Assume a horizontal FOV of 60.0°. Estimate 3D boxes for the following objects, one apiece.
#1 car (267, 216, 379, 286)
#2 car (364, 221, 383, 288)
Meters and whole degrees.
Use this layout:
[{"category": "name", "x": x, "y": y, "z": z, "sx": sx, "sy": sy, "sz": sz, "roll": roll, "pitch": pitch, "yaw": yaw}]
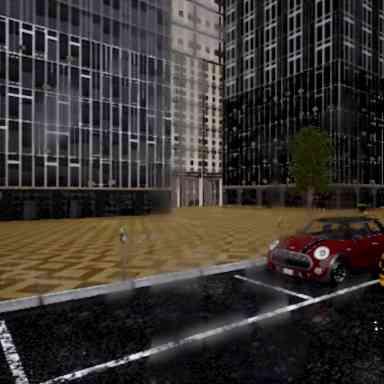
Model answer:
[{"category": "car", "x": 4.015, "y": 1.452, "z": 9.421, "sx": 4.097, "sy": 1.590, "sz": 1.967, "roll": 0, "pitch": 0, "yaw": -35}, {"category": "car", "x": 6.361, "y": 1.490, "z": 7.853, "sx": 5.008, "sy": 1.535, "sz": 1.882, "roll": 0, "pitch": 0, "yaw": -35}]
